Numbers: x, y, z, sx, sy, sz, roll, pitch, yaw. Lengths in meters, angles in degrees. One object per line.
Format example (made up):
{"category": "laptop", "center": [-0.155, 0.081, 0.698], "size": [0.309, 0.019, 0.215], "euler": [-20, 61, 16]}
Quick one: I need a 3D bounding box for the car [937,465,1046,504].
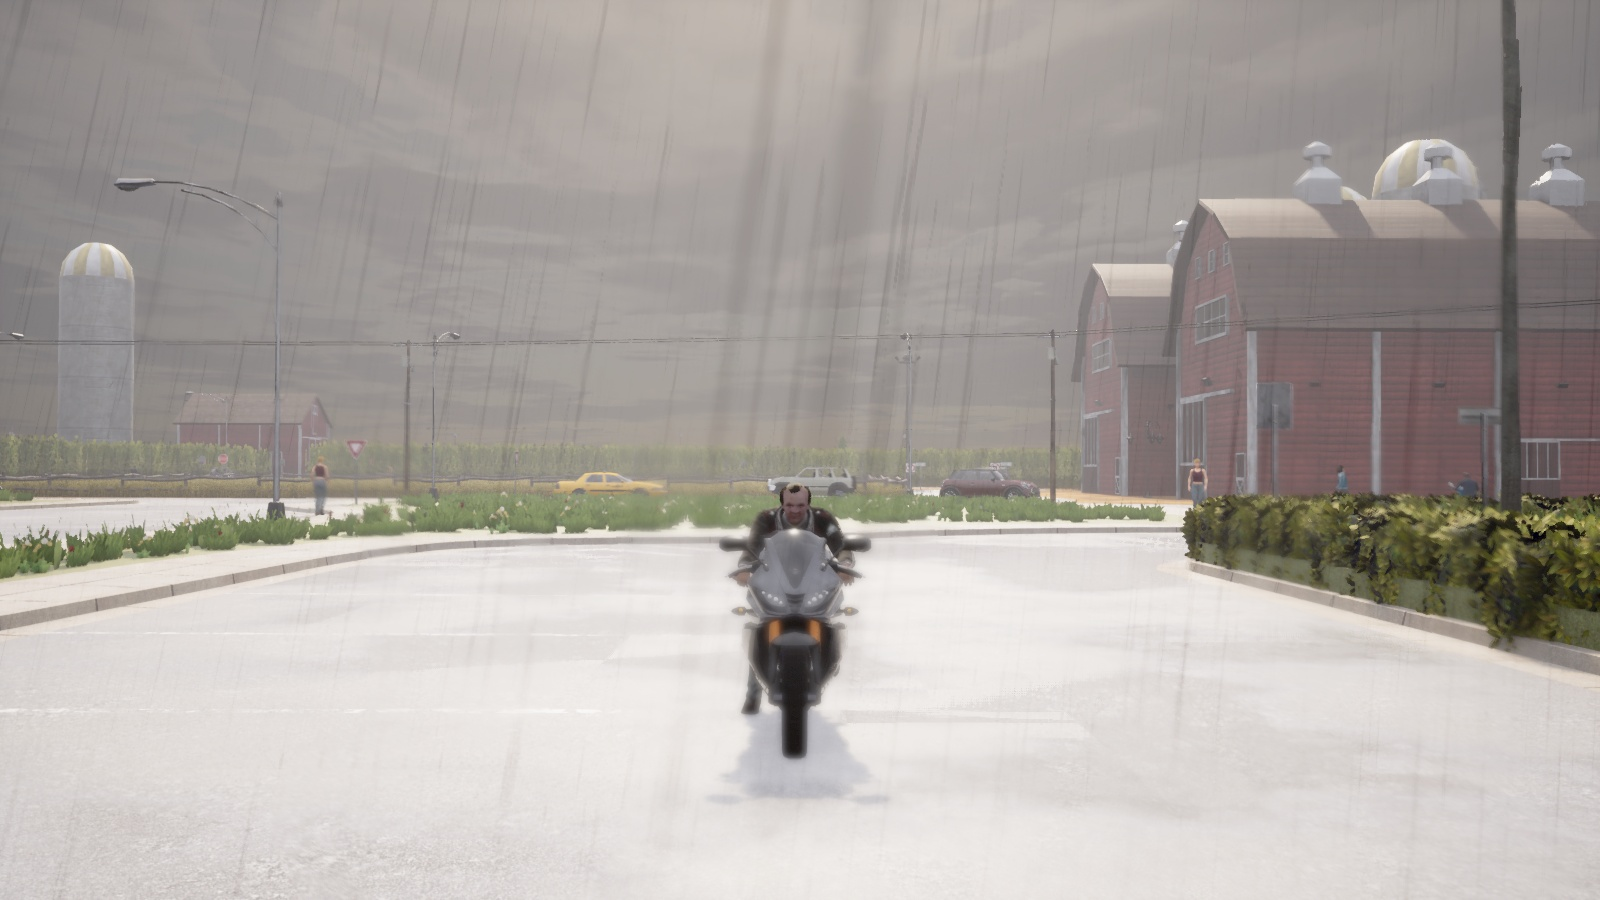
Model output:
{"category": "car", "center": [8.877, 1.589, 58.289], "size": [4.553, 1.767, 2.097], "euler": [-1, -1, 26]}

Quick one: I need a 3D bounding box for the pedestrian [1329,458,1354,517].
{"category": "pedestrian", "center": [17.673, 1.216, 40.980], "size": [0.692, 1.930, 0.396], "euler": [-1, -1, 18]}

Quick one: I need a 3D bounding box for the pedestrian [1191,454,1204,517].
{"category": "pedestrian", "center": [11.684, 1.041, 36.872], "size": [0.345, 1.836, 0.594], "euler": [-1, -1, 18]}

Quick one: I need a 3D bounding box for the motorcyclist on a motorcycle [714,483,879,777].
{"category": "motorcyclist on a motorcycle", "center": [-0.023, 0.979, 7.742], "size": [0.866, 1.530, 2.191], "euler": [0, -1, 0]}

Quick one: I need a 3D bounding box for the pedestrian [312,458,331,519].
{"category": "pedestrian", "center": [-14.532, 1.167, 38.135], "size": [0.345, 1.836, 0.594], "euler": [0, -1, -1]}

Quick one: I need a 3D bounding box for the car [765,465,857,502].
{"category": "car", "center": [0.536, 1.700, 63.982], "size": [4.605, 1.855, 1.932], "euler": [0, -1, -1]}

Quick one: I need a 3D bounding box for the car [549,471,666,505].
{"category": "car", "center": [-9.206, 1.802, 60.376], "size": [5.366, 1.575, 1.801], "euler": [0, -1, 0]}
